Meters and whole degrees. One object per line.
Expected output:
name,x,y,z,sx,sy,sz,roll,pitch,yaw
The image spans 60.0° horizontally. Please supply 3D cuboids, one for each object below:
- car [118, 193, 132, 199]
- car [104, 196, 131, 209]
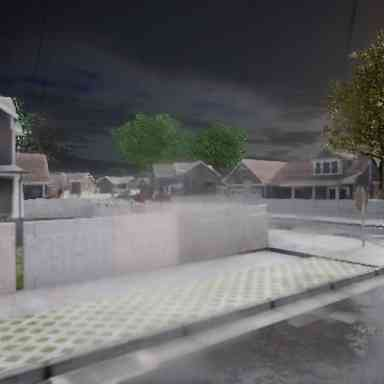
car,-18.875,1.126,91.916,2.097,1.767,4.553,0,0,7
car,-9.554,1.466,41.036,1.895,1.301,4.718,0,0,-31
